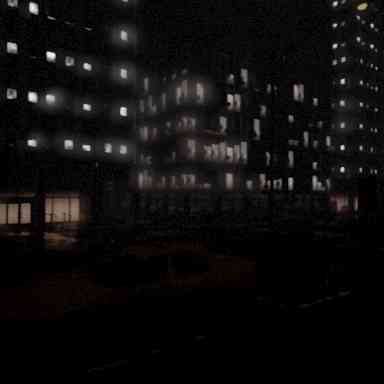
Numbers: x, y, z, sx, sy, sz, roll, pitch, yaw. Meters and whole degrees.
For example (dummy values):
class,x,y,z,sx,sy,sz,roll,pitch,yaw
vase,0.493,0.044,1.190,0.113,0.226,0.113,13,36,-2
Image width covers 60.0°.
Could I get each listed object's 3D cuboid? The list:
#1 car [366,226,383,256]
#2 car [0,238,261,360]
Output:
class,x,y,z,sx,sy,sz,roll,pitch,yaw
car,8.266,1.675,12.456,4.507,1.381,1.887,1,0,-35
car,-0.880,1.550,5.932,4.829,1.417,1.752,1,0,-35
